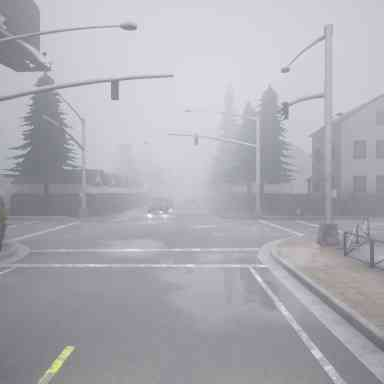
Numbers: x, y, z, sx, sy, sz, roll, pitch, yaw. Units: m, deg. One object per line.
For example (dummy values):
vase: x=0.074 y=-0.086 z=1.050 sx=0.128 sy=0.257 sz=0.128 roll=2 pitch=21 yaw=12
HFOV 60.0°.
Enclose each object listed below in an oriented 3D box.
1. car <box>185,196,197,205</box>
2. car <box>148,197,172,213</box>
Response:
car: x=-0.108 y=1.491 z=59.238 sx=2.128 sy=1.511 sz=4.902 roll=0 pitch=0 yaw=0
car: x=-3.666 y=1.352 z=37.036 sx=2.097 sy=1.767 sz=4.553 roll=0 pitch=0 yaw=0
